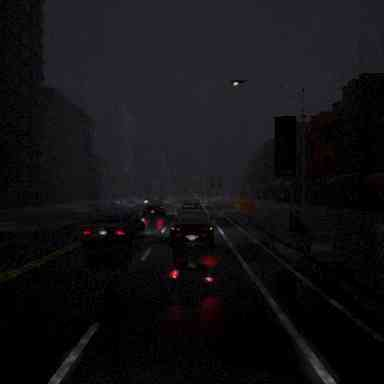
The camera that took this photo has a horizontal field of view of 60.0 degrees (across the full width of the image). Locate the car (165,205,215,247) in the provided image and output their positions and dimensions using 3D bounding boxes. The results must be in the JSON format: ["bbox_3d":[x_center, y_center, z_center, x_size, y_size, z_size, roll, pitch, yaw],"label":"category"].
[{"bbox_3d":[0.000,1.503,14.649,1.812,1.442,4.674,0,0,0],"label":"car"}]

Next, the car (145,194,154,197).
[{"bbox_3d":[-9.751,1.249,75.943,1.994,1.385,4.181,0,0,0],"label":"car"}]

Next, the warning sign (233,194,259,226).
[{"bbox_3d":[3.208,1.060,19.850,1.300,1.860,1.060,-1,-1,0],"label":"warning sign"}]

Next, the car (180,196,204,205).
[{"bbox_3d":[0.000,1.374,29.650,2.128,1.511,4.902,0,0,0],"label":"car"}]

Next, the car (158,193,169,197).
[{"bbox_3d":[-6.501,1.051,75.973,2.097,1.767,4.553,0,0,0],"label":"car"}]

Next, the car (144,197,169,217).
[{"bbox_3d":[-3.250,1.412,29.649,1.812,1.442,4.674,0,0,0],"label":"car"}]

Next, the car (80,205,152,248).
[{"bbox_3d":[-3.250,1.533,14.649,2.033,1.411,5.357,0,0,0],"label":"car"}]
